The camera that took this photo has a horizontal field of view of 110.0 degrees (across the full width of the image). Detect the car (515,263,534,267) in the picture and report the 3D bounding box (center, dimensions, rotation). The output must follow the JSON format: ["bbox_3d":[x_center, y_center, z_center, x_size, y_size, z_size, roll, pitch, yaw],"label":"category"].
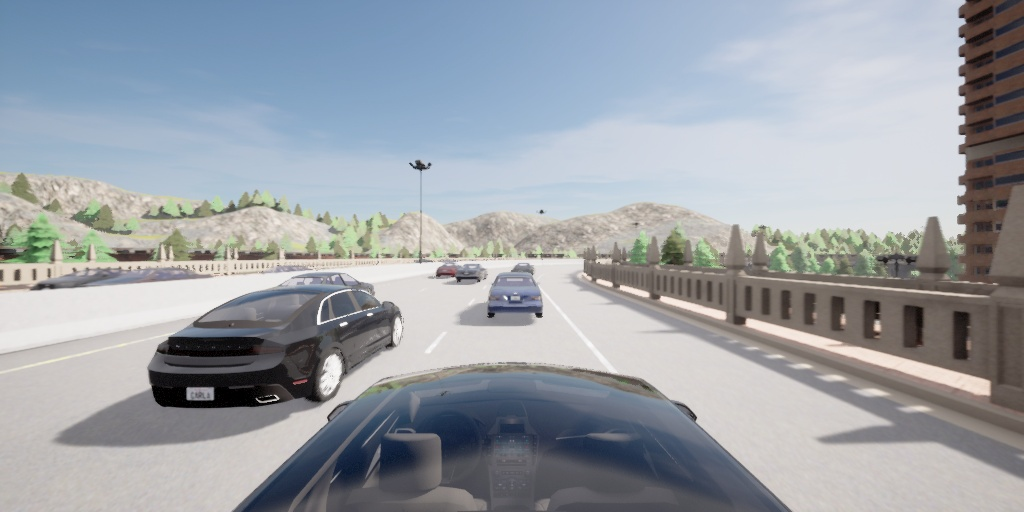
[{"bbox_3d":[1.171,1.315,34.633,1.994,1.385,4.181,0,0,8],"label":"car"}]

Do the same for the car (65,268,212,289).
[{"bbox_3d":[-17.578,1.298,17.687,2.033,1.411,5.357,0,0,0],"label":"car"}]

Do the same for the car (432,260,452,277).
[{"bbox_3d":[-5.863,1.315,34.707,1.994,1.385,4.181,0,0,8],"label":"car"}]

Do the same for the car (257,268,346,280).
[{"bbox_3d":[-6.901,1.298,13.273,2.033,1.411,5.357,0,0,0],"label":"car"}]

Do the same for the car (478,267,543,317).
[{"bbox_3d":[0.099,1.298,13.143,2.033,1.411,5.357,0,0,0],"label":"car"}]

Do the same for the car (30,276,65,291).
[{"bbox_3d":[-21.030,1.315,18.194,1.994,1.385,4.181,0,0,1],"label":"car"}]

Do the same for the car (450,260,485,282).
[{"bbox_3d":[-3.088,1.298,28.389,2.033,1.411,5.357,0,0,4],"label":"car"}]

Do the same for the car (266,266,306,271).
[{"bbox_3d":[-14.018,1.298,22.236,2.033,1.411,5.357,0,0,1],"label":"car"}]

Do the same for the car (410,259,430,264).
[{"bbox_3d":[-14.683,1.256,58.146,1.837,1.490,4.892,0,0,20],"label":"car"}]

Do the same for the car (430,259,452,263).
[{"bbox_3d":[-10.763,1.243,58.584,2.128,1.511,4.902,0,0,21],"label":"car"}]

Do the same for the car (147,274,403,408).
[{"bbox_3d":[-3.400,1.255,6.335,1.837,1.490,4.892,0,0,0],"label":"car"}]
